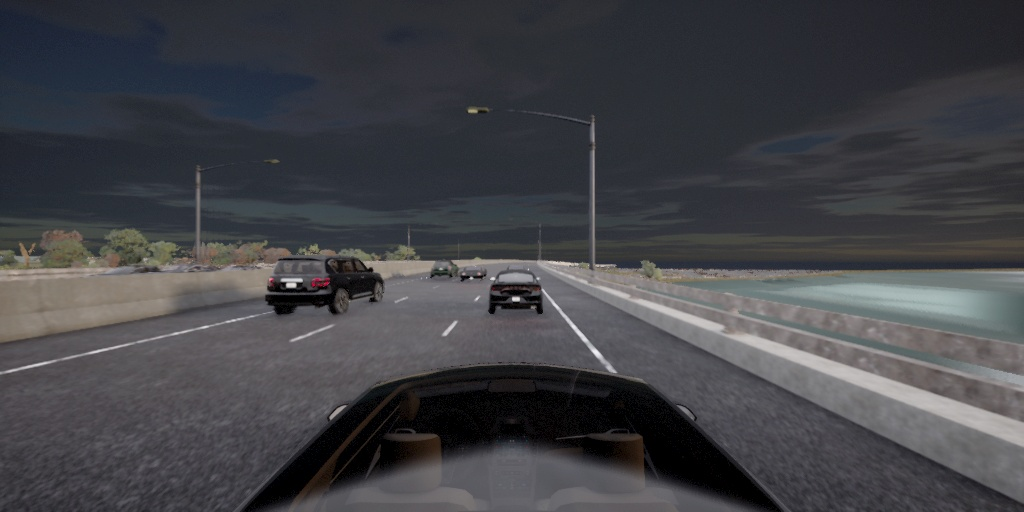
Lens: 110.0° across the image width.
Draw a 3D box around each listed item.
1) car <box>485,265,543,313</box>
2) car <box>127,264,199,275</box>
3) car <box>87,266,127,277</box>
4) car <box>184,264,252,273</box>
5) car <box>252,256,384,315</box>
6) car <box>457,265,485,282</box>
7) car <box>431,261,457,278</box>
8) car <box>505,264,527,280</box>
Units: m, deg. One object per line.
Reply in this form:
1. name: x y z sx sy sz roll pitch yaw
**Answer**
1. car: 0.152 1.273 14.293 1.882 1.535 5.008 0 0 0
2. car: -20.867 1.257 23.014 2.128 1.511 4.902 0 0 1
3. car: -24.367 1.380 23.058 1.837 1.490 4.892 0 0 1
4. car: -17.368 1.373 22.969 2.033 1.411 5.357 0 0 1
5. car: -6.857 1.011 13.854 2.150 2.045 5.566 0 0 0
6. car: -3.154 1.457 30.619 1.895 1.301 4.718 0 0 1
7. car: -6.556 1.228 35.521 2.097 1.767 4.553 0 0 1
8. car: 0.397 1.471 33.356 1.895 1.301 4.718 0 0 1
